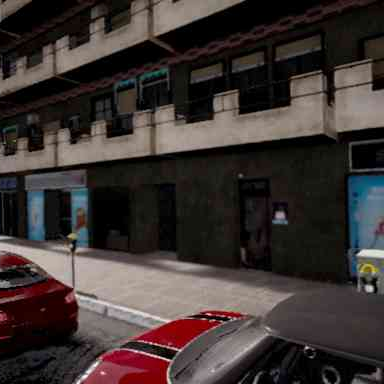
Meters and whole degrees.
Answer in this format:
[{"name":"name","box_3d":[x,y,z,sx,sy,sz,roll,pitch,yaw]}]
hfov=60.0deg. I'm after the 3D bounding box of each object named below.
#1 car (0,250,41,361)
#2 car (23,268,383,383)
[{"name":"car","box_3d":[-3.573,1.628,5.435,4.206,1.307,1.802,-1,-1,36]},{"name":"car","box_3d":[0.925,1.444,2.232,4.097,1.590,1.967,-1,-1,36]}]
